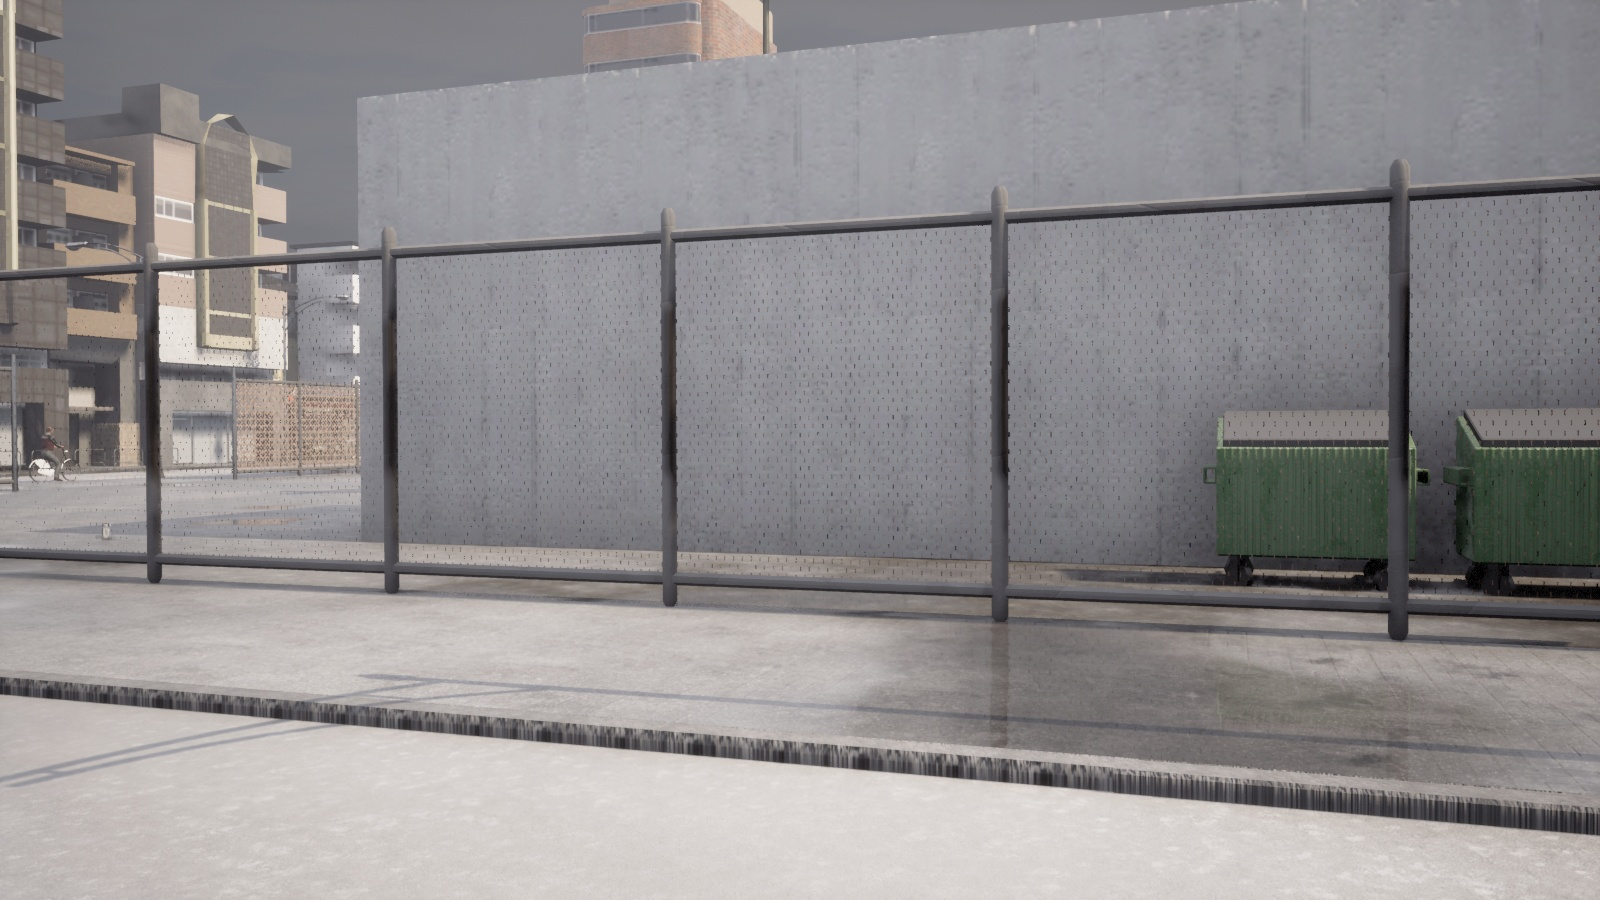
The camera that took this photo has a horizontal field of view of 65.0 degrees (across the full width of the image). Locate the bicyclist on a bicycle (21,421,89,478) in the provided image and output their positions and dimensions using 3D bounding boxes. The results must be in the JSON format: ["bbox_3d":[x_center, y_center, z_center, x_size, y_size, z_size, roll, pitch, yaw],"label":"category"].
[{"bbox_3d":[-23.671,-0.031,39.939,0.659,1.776,1.843,1,1,19],"label":"bicyclist on a bicycle"}]
